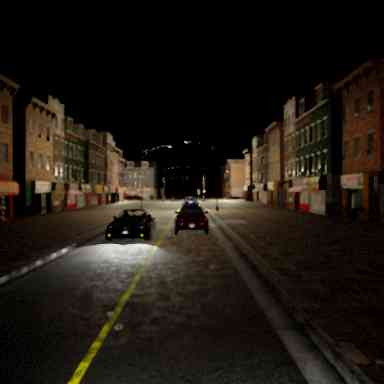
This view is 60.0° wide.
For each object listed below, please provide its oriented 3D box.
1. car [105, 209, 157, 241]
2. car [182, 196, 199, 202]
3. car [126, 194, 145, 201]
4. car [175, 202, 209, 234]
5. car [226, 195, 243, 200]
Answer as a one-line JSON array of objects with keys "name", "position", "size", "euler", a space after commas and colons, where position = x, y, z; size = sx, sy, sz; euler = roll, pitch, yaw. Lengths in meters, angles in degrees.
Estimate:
[{"name": "car", "position": [-2.871, 1.558, 16.350], "size": [1.994, 1.385, 4.181], "euler": [0, 0, 0]}, {"name": "car", "position": [-0.183, 1.337, 41.733], "size": [2.097, 1.767, 4.553], "euler": [0, 0, 0]}, {"name": "car", "position": [-15.065, 1.449, 88.300], "size": [5.009, 1.841, 2.192], "euler": [-1, 0, 0]}, {"name": "car", "position": [-0.021, 1.514, 19.028], "size": [1.812, 1.442, 4.674], "euler": [0, 0, 0]}, {"name": "car", "position": [11.345, 1.447, 88.530], "size": [4.507, 1.381, 1.887], "euler": [0, 0, 0]}]
